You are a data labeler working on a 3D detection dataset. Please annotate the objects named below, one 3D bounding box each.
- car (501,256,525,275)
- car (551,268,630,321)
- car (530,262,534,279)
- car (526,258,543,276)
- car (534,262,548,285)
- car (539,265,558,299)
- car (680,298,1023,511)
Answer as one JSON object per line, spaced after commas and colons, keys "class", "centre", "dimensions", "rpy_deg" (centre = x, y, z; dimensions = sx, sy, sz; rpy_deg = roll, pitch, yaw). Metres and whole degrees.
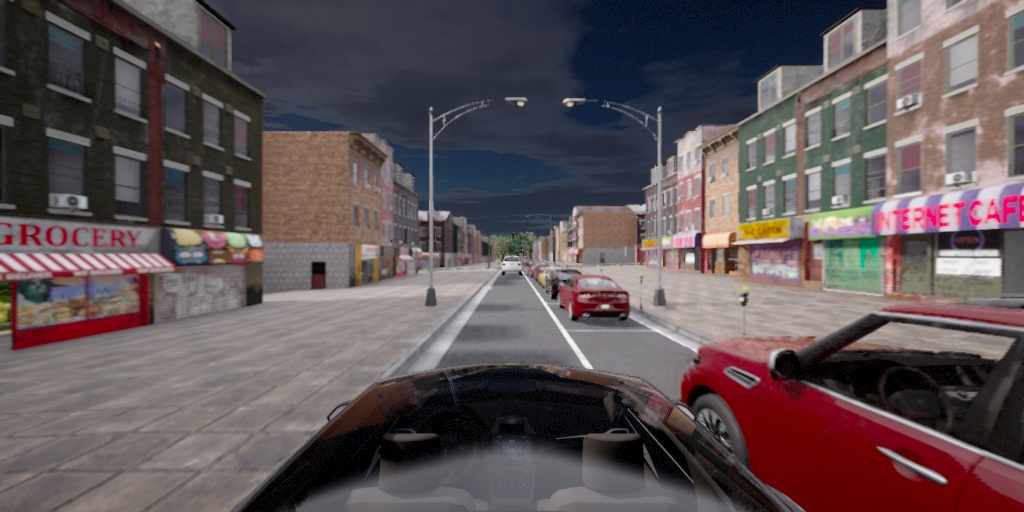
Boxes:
{"class": "car", "centre": [-0.009, 1.012, 38.933], "dimensions": [2.150, 2.045, 5.566], "rpy_deg": [0, 0, 0]}
{"class": "car", "centre": [2.634, 1.296, 12.345], "dimensions": [1.888, 1.381, 4.507], "rpy_deg": [0, 0, 0]}
{"class": "car", "centre": [2.631, 1.352, 28.745], "dimensions": [1.802, 1.307, 4.207], "rpy_deg": [0, 0, 0]}
{"class": "car", "centre": [2.629, 1.219, 34.211], "dimensions": [1.967, 1.591, 4.097], "rpy_deg": [0, 0, 0]}
{"class": "car", "centre": [2.632, 1.287, 23.448], "dimensions": [1.751, 1.417, 4.829], "rpy_deg": [0, 0, 0]}
{"class": "car", "centre": [2.633, 1.321, 17.811], "dimensions": [1.948, 1.339, 4.313], "rpy_deg": [0, 0, 0]}
{"class": "car", "centre": [2.637, 1.065, 1.410], "dimensions": [2.192, 1.841, 5.009], "rpy_deg": [0, 0, 0]}
